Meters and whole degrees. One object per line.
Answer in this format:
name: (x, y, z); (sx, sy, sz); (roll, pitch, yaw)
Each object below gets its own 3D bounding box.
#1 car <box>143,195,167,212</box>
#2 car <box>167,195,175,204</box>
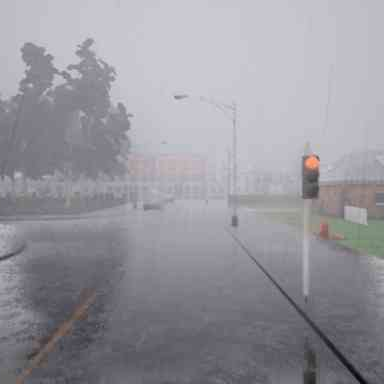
car: (-4.092, 1.291, 36.118); (1.882, 1.535, 5.008); (0, 0, 0)
car: (-4.036, 1.184, 56.850); (1.882, 1.535, 5.008); (0, 0, 1)
